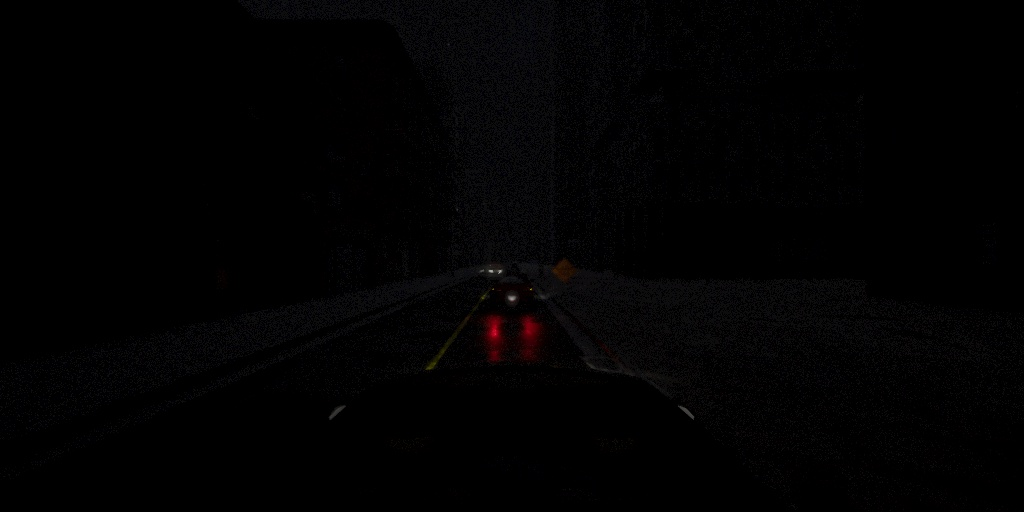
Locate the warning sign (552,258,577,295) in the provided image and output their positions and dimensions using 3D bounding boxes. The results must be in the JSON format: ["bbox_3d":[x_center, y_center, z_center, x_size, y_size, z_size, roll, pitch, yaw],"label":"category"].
[{"bbox_3d":[2.710,1.034,18.425,1.300,1.860,1.060,0,0,0],"label":"warning sign"}]

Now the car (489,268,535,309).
[{"bbox_3d":[0.018,1.417,15.754,1.812,1.442,4.674,0,0,1],"label":"car"}]

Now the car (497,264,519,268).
[{"bbox_3d":[0.009,1.604,30.347,1.994,1.385,4.181,0,0,0],"label":"car"}]
